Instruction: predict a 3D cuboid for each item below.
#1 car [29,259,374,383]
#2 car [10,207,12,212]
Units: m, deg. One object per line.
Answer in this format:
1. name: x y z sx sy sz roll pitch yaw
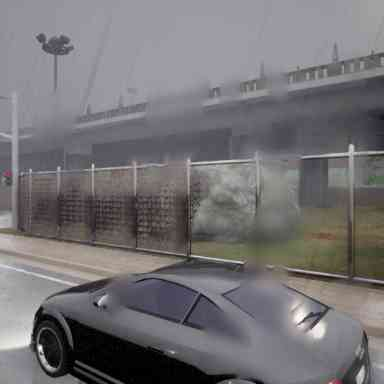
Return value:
1. car: -0.146 1.564 4.094 4.181 1.385 1.994 0 0 36
2. car: -15.513 1.277 34.198 2.150 2.045 5.566 0 0 35
